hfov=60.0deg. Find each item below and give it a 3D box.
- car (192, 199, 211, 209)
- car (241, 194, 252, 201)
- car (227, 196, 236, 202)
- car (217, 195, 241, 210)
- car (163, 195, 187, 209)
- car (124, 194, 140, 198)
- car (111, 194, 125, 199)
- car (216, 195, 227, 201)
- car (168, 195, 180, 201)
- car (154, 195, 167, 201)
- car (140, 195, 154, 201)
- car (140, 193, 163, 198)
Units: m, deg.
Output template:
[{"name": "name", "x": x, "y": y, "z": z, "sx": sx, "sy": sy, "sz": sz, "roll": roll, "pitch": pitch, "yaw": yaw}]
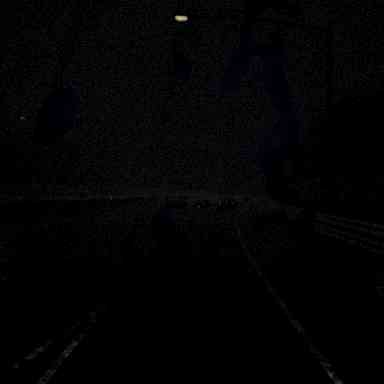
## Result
[{"name": "car", "x": 1.391, "y": 1.615, "z": 44.338, "sx": 1.895, "sy": 1.301, "sz": 4.718, "roll": 1, "pitch": 0, "yaw": 13}, {"name": "car", "x": 13.959, "y": 1.743, "z": 84.315, "sx": 1.895, "sy": 1.301, "sz": 4.718, "roll": 1, "pitch": 0, "yaw": 13}, {"name": "car", "x": 9.572, "y": 1.625, "z": 80.751, "sx": 1.812, "sy": 1.442, "sz": 4.674, "roll": 1, "pitch": 0, "yaw": 13}, {"name": "car", "x": 4.791, "y": 1.402, "z": 43.496, "sx": 2.097, "sy": 1.767, "sz": 4.553, "roll": 1, "pitch": 0, "yaw": 13}, {"name": "car", "x": -2.027, "y": 1.455, "z": 45.094, "sx": 1.882, "sy": 1.535, "sz": 5.008, "roll": 1, "pitch": 0, "yaw": 13}, {"name": "car", "x": -11.356, "y": 1.474, "z": 67.435, "sx": 1.895, "sy": 1.301, "sz": 4.718, "roll": 1, "pitch": 0, "yaw": 13}, {"name": "car", "x": -14.777, "y": 1.197, "z": 68.159, "sx": 2.097, "sy": 1.767, "sz": 4.553, "roll": 1, "pitch": 0, "yaw": 13}, {"name": "car", "x": 7.910, "y": 1.608, "z": 89.321, "sx": 2.128, "sy": 1.511, "sz": 4.902, "roll": 1, "pitch": 0, "yaw": 13}, {"name": "car", "x": -4.452, "y": 1.476, "z": 82.194, "sx": 1.812, "sy": 1.442, "sz": 4.674, "roll": 1, "pitch": 0, "yaw": 13}, {"name": "car", "x": -7.894, "y": 1.510, "z": 82.843, "sx": 1.895, "sy": 1.301, "sz": 4.718, "roll": 1, "pitch": 0, "yaw": 13}, {"name": "car", "x": -11.315, "y": 1.403, "z": 83.578, "sx": 1.812, "sy": 1.442, "sz": 4.674, "roll": 1, "pitch": 0, "yaw": 13}, {"name": "car", "x": -7.918, "y": 1.139, "z": 66.756, "sx": 2.150, "sy": 2.045, "sz": 5.566, "roll": 1, "pitch": 0, "yaw": 13}]
